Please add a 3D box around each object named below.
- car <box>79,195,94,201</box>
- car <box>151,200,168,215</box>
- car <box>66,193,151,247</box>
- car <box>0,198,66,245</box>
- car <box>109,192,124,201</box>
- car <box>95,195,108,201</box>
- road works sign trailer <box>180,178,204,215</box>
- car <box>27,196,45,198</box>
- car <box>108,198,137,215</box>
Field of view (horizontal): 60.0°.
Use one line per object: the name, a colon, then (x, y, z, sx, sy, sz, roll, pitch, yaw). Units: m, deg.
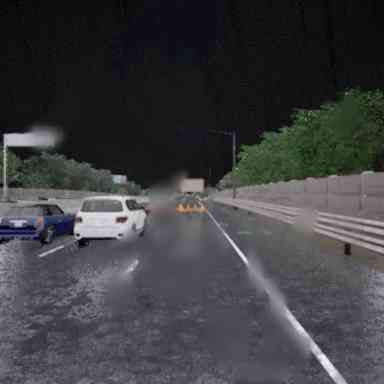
car: (-24.530, 1.392, 77.479, 1.837, 1.490, 4.892, 0, 0, 0)
car: (-3.413, 1.506, 32.731, 1.994, 1.385, 4.181, 0, 0, 0)
car: (-3.406, 1.182, 14.846, 2.150, 2.045, 5.566, 0, 0, 0)
car: (-6.906, 1.312, 15.354, 2.097, 1.767, 4.553, 0, 0, 0)
car: (-17.530, 1.117, 77.454, 2.150, 2.045, 5.566, 0, 0, 0)
car: (-21.030, 1.416, 77.481, 1.812, 1.442, 4.674, 0, 0, 0)
road works sign trailer: (-0.009, 0.406, 32.712, 2.380, 3.560, 2.880, 0, 0, 0)
car: (-17.603, 1.300, 36.902, 2.097, 1.767, 4.553, 0, 0, 0)
car: (-6.913, 1.421, 33.486, 1.882, 1.535, 5.008, 0, 0, 0)
